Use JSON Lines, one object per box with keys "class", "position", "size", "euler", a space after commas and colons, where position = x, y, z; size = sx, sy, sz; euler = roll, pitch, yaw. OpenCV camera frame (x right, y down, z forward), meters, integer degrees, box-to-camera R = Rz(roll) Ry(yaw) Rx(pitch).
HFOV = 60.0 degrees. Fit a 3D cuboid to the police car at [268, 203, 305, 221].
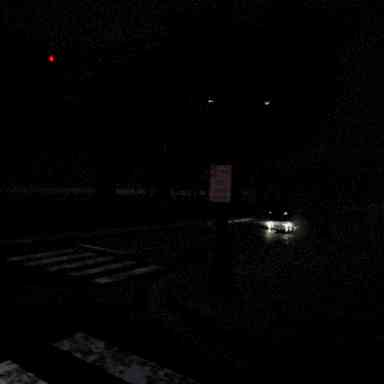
{"class": "police car", "position": [8.625, 1.803, 30.408], "size": [2.038, 1.542, 4.974], "euler": [1, 0, 36]}
